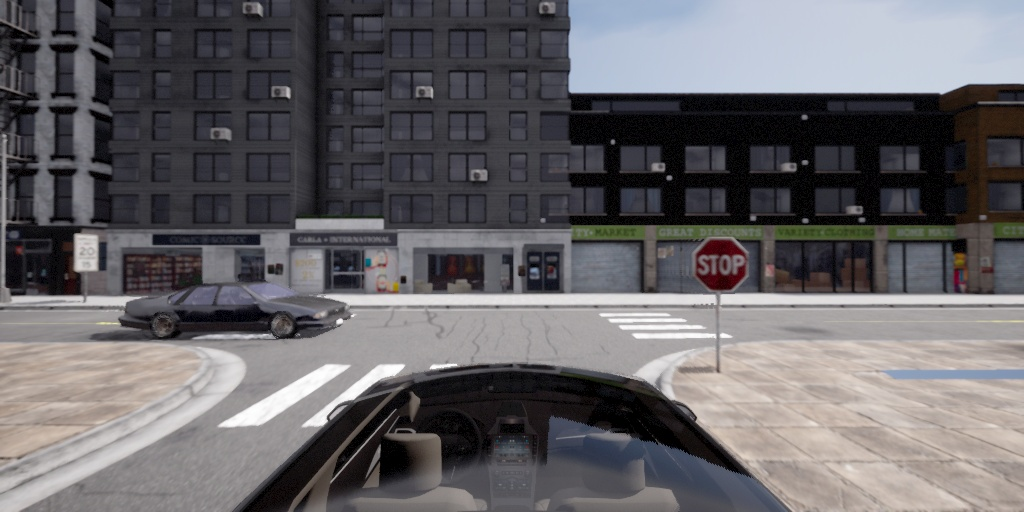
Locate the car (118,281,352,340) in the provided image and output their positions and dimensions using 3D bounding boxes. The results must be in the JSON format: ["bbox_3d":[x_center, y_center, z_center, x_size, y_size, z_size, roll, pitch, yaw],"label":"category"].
[{"bbox_3d":[-7.396,1.412,9.872,5.357,1.411,2.033,0,-1,0],"label":"car"}]
